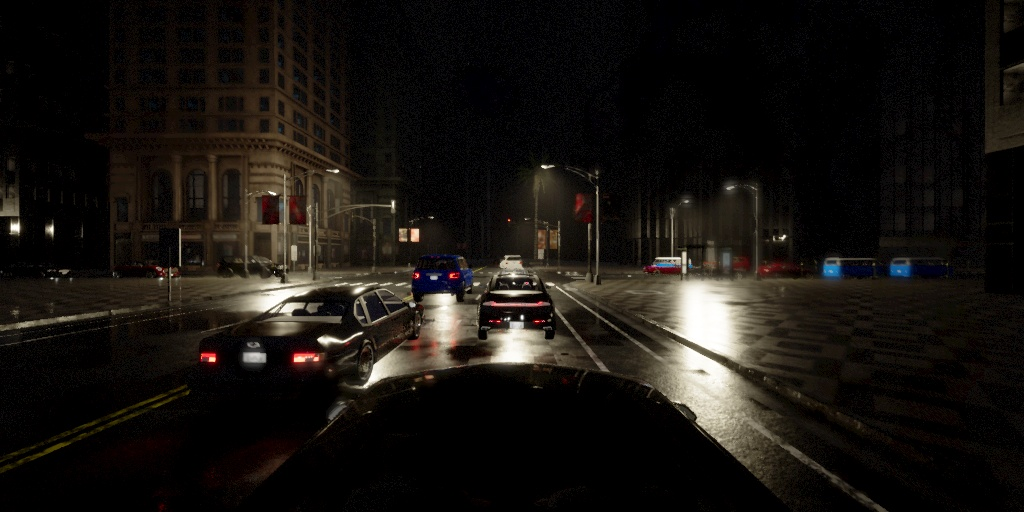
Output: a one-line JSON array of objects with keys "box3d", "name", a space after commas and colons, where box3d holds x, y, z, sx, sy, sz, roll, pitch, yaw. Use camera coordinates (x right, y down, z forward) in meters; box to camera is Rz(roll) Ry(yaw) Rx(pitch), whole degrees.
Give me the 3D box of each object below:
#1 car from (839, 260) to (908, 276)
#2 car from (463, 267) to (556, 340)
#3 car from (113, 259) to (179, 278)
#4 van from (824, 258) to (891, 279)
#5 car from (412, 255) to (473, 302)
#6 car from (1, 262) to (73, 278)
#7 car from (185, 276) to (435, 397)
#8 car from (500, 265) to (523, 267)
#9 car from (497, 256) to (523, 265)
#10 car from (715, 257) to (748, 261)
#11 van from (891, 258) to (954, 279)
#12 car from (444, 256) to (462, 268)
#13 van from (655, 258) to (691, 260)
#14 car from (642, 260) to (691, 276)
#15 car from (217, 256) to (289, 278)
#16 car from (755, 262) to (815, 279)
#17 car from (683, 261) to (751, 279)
[{"box3d": [35.892, 1.199, 35.685, 5.008, 1.535, 1.882, 0, 0, 0], "name": "car"}, {"box3d": [0.093, 1.240, 9.981, 2.128, 1.511, 4.902, 0, 0, 0], "name": "car"}, {"box3d": [-33.164, 1.137, 32.582, 4.553, 1.767, 2.097, 0, 0, 0], "name": "car"}, {"box3d": [28.425, 1.082, 29.836, 3.998, 1.789, 1.690, 0, 0, 0], "name": "van"}, {"box3d": [-3.152, 0.972, 17.153, 2.150, 2.045, 5.566, 0, 0, 0], "name": "car"}, {"box3d": [-43.147, 1.289, 32.635, 4.902, 1.511, 2.128, 0, 0, 0], "name": "car"}, {"box3d": [-3.148, 1.297, 6.912, 2.033, 1.411, 5.357, 0, 0, 0], "name": "car"}, {"box3d": [0.084, 1.351, 19.096, 1.895, 1.301, 4.718, 0, 0, 0], "name": "car"}, {"box3d": [-0.101, 0.973, 43.684, 2.150, 2.045, 5.566, -1, 0, -8], "name": "car"}, {"box3d": [22.741, 1.035, 38.358, 5.009, 1.841, 2.192, 0, 0, 0], "name": "car"}, {"box3d": [34.101, 1.080, 29.838, 3.998, 1.789, 1.690, 0, 0, 0], "name": "van"}, {"box3d": [-9.835, 0.974, 60.141, 2.150, 2.045, 5.566, 0, 0, 0], "name": "car"}, {"box3d": [17.064, 1.065, 38.356, 3.998, 1.789, 1.690, 0, 0, 0], "name": "van"}, {"box3d": [15.595, 1.333, 35.691, 4.718, 1.301, 1.895, 0, 0, 0], "name": "car"}, {"box3d": [-23.445, 0.996, 32.528, 5.566, 2.045, 2.150, 0, 0, 0], "name": "car"}, {"box3d": [22.747, 1.326, 29.833, 4.207, 1.307, 1.802, 0, 0, 0], "name": "car"}, {"box3d": [17.069, 1.299, 29.831, 4.403, 1.370, 2.007, 0, 0, 0], "name": "car"}]
